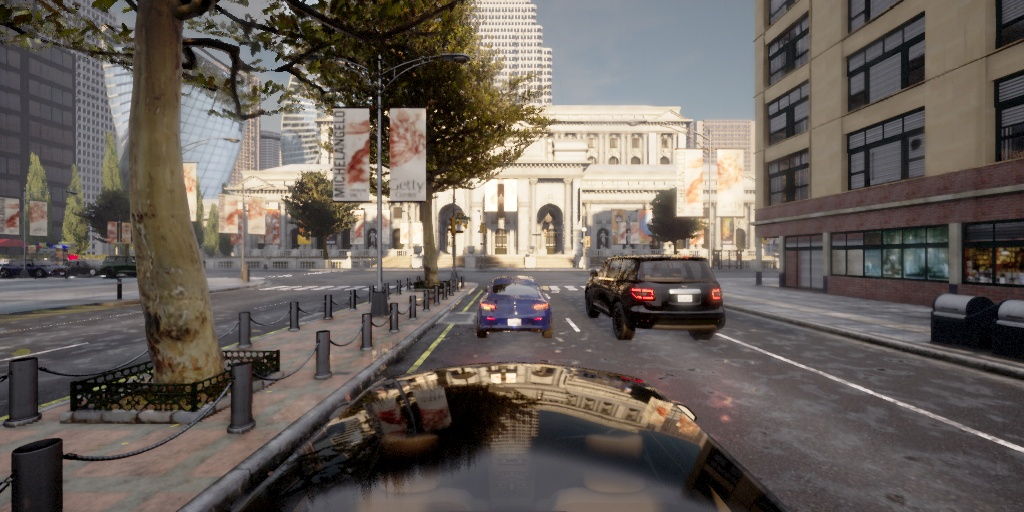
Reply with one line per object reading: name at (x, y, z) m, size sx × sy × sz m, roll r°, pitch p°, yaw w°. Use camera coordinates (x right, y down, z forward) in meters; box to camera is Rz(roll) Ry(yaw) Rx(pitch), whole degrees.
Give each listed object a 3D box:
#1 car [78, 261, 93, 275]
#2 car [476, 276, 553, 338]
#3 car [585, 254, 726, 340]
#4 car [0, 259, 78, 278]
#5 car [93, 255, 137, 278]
car at (-44.446, 1.255, 37.599) m, size 4.892 × 1.490 × 1.837 m, roll 0°, pitch 0°, yaw -1°
car at (0.074, 1.276, 10.089) m, size 1.812 × 1.442 × 4.674 m, roll 0°, pitch 0°, yaw 0°
car at (3.580, 0.971, 10.099) m, size 2.150 × 2.045 × 5.566 m, roll 0°, pitch 0°, yaw 0°
car at (-45.075, 1.102, 34.076) m, size 4.553 × 1.767 × 2.097 m, roll 0°, pitch 0°, yaw -2°
car at (-35.664, 0.971, 34.155) m, size 5.566 × 2.045 × 2.150 m, roll 0°, pitch 0°, yaw 0°
